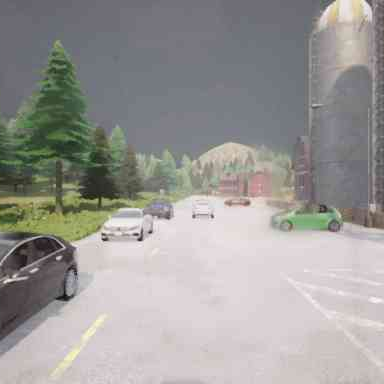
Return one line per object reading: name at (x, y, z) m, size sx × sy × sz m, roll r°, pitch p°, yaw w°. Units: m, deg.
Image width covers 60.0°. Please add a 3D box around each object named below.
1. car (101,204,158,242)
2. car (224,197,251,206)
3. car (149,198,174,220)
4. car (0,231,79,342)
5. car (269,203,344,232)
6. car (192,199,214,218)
car at (-3.083, 1.525, 16.616) m, size 1.812 × 1.442 × 4.674 m, roll 0°, pitch 0°, yaw 2°
car at (7.173, 1.548, 52.570) m, size 4.181 × 1.381 × 1.994 m, roll 0°, pitch 0°, yaw 1°
car at (-2.735, 1.350, 27.985) m, size 2.097 × 1.767 × 4.553 m, roll 0°, pitch 0°, yaw 2°
car at (-3.468, 1.504, 5.574) m, size 1.837 × 1.490 × 4.892 m, roll 0°, pitch 0°, yaw 2°
car at (6.620, 1.483, 19.563) m, size 3.988 × 1.617 × 1.851 m, roll 0°, pitch 0°, yaw 1°
car at (1.007, 1.524, 30.157) m, size 1.812 × 1.442 × 4.674 m, roll 0°, pitch 0°, yaw 2°
